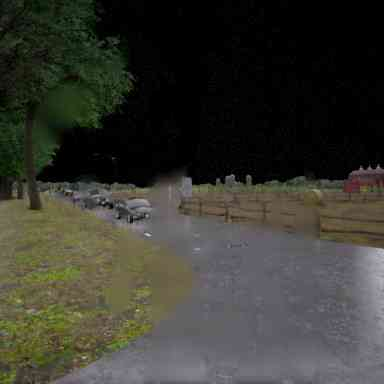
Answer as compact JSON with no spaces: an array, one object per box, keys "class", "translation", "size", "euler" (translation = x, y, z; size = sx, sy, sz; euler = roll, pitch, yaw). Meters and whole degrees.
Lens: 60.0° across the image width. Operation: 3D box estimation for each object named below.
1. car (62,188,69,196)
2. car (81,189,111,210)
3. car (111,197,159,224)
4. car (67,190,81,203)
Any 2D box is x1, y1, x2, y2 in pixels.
[{"class":"car","translation":[-32.135,0.255,86.849],"size":[1.882,1.535,5.008],"euler":[-1,1,-26]},{"class":"car","translation":[-9.695,0.686,34.304],"size":[2.150,2.045,5.566],"euler":[-1,1,-26]},{"class":"car","translation":[-3.732,1.169,22.046],"size":[1.837,1.490,4.892],"euler":[-1,1,-26]},{"class":"car","translation":[-16.543,0.824,48.572],"size":[2.033,1.411,5.357],"euler":[-1,1,-26]}]
